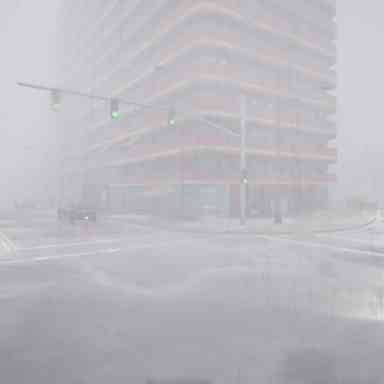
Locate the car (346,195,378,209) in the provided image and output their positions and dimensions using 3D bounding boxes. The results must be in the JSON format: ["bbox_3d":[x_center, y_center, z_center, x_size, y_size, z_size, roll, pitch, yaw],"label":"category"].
[{"bbox_3d":[20.531,1.166,40.264,1.882,1.535,5.008,0,0,1],"label":"car"}]

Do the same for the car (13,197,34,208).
[{"bbox_3d":[-22.704,1.431,44.783,1.812,1.442,4.674,0,0,-35],"label":"car"}]

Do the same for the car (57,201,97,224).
[{"bbox_3d":[-8.471,1.457,24.307,1.837,1.490,4.892,0,0,-35],"label":"car"}]
